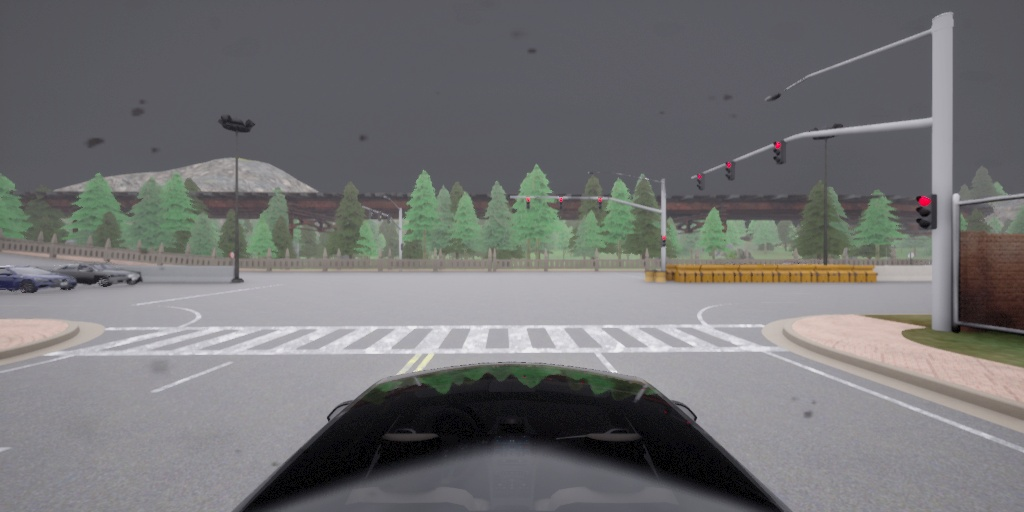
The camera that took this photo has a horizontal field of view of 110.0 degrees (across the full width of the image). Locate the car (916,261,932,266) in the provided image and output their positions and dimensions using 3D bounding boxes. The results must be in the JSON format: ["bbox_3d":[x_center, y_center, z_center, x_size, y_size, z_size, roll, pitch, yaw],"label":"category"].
[{"bbox_3d":[47.080,1.180,39.221,4.902,1.511,2.128,0,0,-1],"label":"car"}]

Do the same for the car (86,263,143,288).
[{"bbox_3d":[-26.496,1.198,22.768,4.902,1.511,2.128,0,0,-2],"label":"car"}]

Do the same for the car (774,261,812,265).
[{"bbox_3d":[24.305,1.178,31.553,5.008,1.535,1.882,0,0,-2],"label":"car"}]

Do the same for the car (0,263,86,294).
[{"bbox_3d":[-26.489,1.238,19.266,4.674,1.442,1.812,0,0,-2],"label":"car"}]

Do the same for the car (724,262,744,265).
[{"bbox_3d":[23.281,1.290,38.523,4.718,1.301,1.895,0,0,-2],"label":"car"}]
